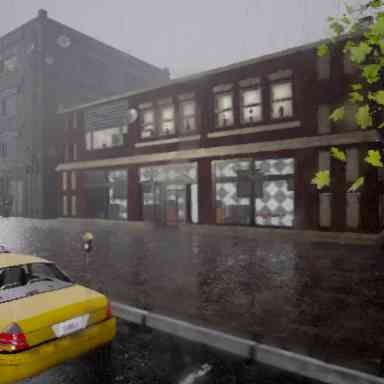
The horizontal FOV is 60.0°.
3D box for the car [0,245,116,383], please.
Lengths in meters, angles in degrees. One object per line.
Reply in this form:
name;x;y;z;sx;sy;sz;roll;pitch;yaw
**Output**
car;-3.293;1.527;5.236;4.829;1.417;1.752;0;-1;35
